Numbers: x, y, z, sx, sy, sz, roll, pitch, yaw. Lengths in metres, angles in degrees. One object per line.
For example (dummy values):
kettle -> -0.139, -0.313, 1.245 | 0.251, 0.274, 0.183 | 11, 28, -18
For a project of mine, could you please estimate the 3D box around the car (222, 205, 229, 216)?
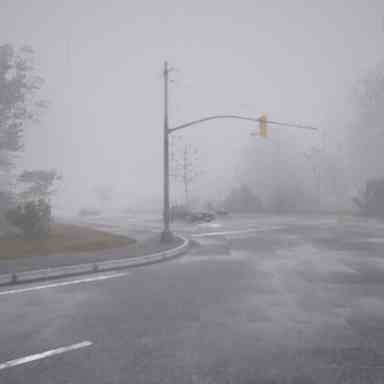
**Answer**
car -> 2.029, 1.868, 35.701 | 1.994, 1.385, 4.181 | 0, -2, -34

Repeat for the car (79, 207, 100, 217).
car -> -15.084, 2.899, 48.604 | 2.033, 1.411, 5.357 | 0, -3, -33

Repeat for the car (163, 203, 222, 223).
car -> -0.324, 1.667, 26.449 | 2.033, 1.411, 5.357 | 0, -1, -34
